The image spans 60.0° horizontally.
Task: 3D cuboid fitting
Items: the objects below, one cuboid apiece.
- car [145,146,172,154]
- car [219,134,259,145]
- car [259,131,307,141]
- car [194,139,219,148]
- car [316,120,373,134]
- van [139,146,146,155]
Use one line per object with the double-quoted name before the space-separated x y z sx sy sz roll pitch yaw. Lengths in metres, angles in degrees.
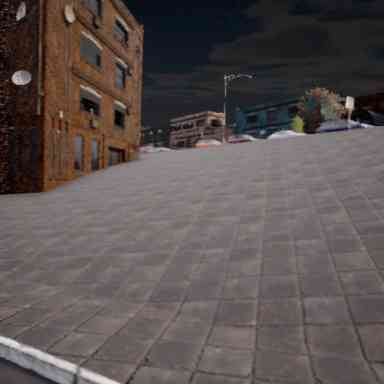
"car" -4.258 -5.762 48.598 2.231 1.521 4.892 1 2 -36
"car" 5.537 -5.302 35.281 2.185 1.767 4.553 1 2 -36
"car" 8.893 -4.927 30.715 2.002 1.452 4.674 1 2 -36
"car" 2.269 -5.502 39.726 2.185 1.767 4.553 1 2 -36
"car" 12.150 -4.890 26.289 2.185 1.767 4.553 1 2 -36
"van" -7.447 -6.172 52.940 1.878 1.987 4.442 1 1 -36
